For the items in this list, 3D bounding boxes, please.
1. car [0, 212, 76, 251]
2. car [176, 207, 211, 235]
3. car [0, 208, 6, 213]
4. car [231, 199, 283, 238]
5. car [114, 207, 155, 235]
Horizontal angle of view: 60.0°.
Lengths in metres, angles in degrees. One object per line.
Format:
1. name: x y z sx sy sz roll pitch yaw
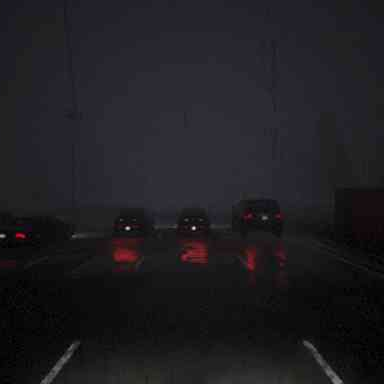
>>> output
1. car: -6.900 1.684 14.656 2.033 1.411 5.357 0 -1 0
2. car: 0.099 1.691 20.088 1.837 1.490 4.892 0 -1 0
3. car: -12.077 1.675 19.845 2.128 1.511 4.902 0 -1 -15
4. car: 3.599 1.399 19.126 2.150 2.045 5.566 0 -1 0
5. car: -3.401 1.691 20.068 1.837 1.490 4.892 0 -1 0
